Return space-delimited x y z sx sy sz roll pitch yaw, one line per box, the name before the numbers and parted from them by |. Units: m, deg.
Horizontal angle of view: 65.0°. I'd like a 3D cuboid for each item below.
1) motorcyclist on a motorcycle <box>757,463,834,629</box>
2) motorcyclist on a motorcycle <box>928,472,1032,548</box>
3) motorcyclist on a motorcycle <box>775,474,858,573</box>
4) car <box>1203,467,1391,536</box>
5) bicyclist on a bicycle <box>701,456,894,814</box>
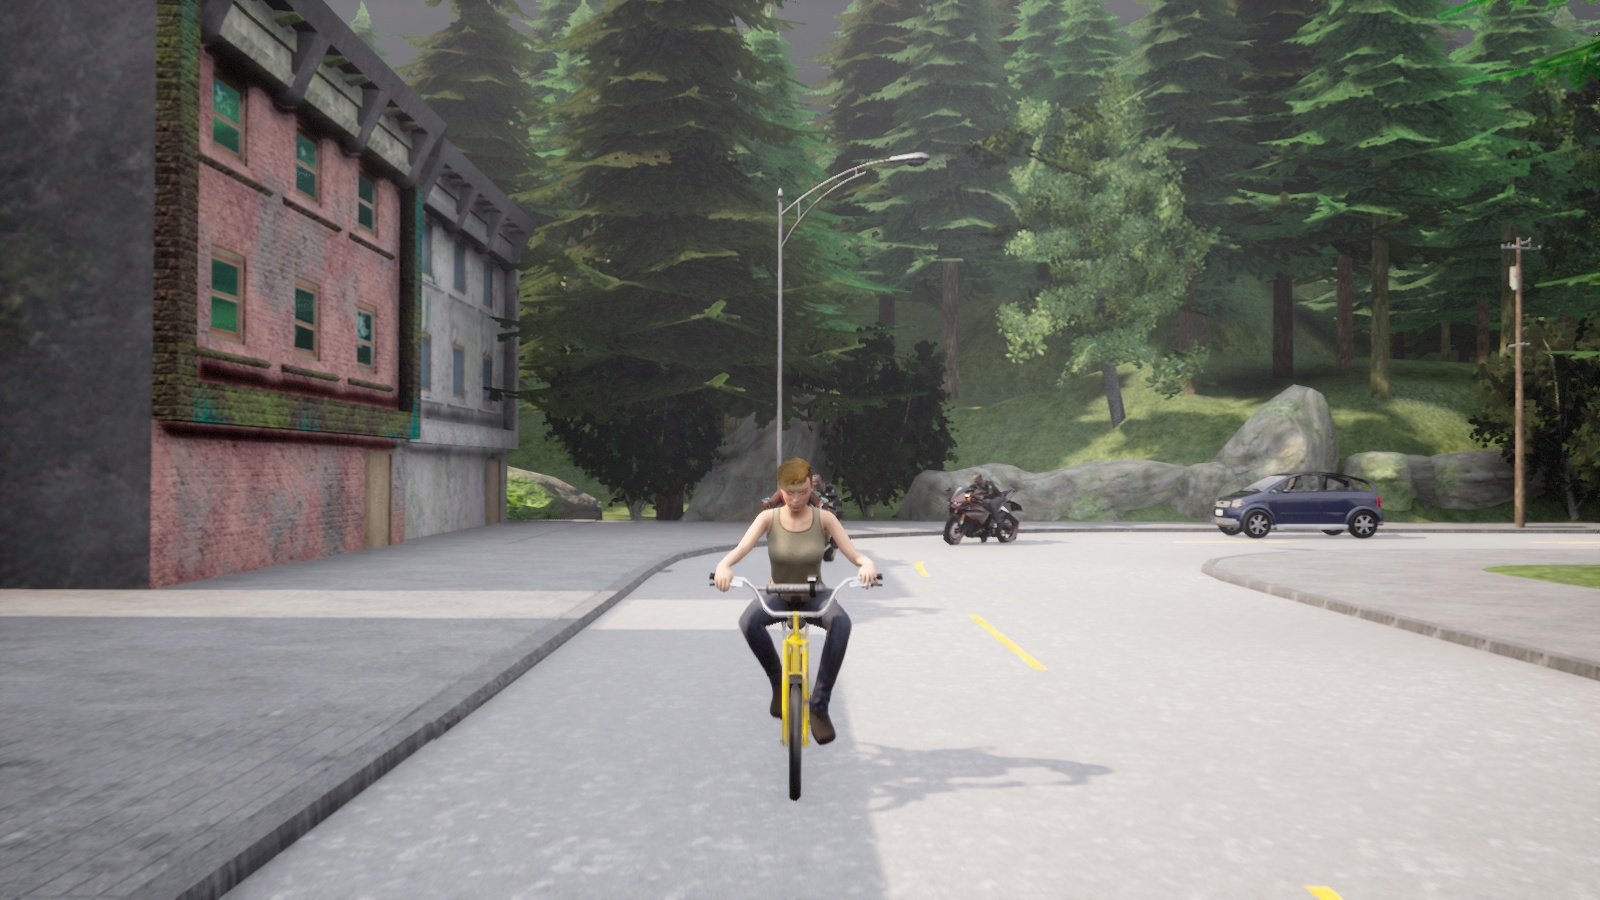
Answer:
motorcyclist on a motorcycle | -0.043 0.971 13.734 0.766 1.649 2.350 0 -1 0
motorcyclist on a motorcycle | 3.826 1.237 26.594 2.191 1.530 0.866 1 -1 -37
motorcyclist on a motorcycle | 0.307 1.160 20.624 0.866 1.530 2.191 0 -1 14
car | 11.707 1.195 29.712 3.705 1.549 1.789 0 -1 -3
bicyclist on a bicycle | -0.014 0.846 6.446 0.866 1.612 1.509 0 -1 0
